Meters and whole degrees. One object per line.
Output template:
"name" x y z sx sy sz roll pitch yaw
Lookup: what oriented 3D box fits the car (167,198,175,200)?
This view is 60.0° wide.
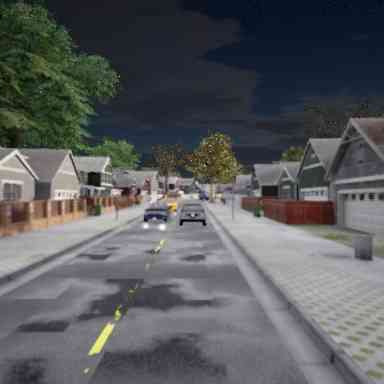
"car" -2.672 1.491 38.722 1.882 1.535 5.008 0 0 0

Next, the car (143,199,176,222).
"car" -2.692 1.555 26.686 2.033 1.411 5.357 0 0 0

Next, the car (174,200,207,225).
"car" 0.055 1.560 24.082 2.033 1.411 5.357 0 0 0

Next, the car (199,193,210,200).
"car" 3.265 1.302 90.563 2.150 2.045 5.566 0 0 10
